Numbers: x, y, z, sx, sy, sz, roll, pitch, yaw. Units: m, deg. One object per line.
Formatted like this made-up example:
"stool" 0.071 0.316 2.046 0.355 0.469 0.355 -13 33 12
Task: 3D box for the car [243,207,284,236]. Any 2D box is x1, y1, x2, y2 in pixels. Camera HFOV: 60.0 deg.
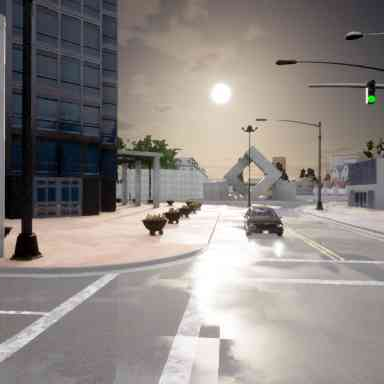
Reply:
"car" 3.848 1.536 18.552 2.033 1.411 5.357 0 0 7
